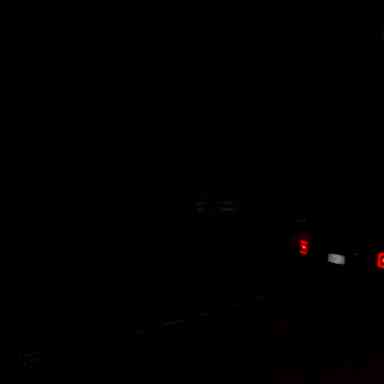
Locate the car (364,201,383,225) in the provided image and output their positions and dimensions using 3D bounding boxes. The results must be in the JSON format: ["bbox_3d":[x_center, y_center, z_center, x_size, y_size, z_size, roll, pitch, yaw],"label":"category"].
[{"bbox_3d":[13.663,1.335,22.339,4.674,1.442,1.812,-1,0,-35],"label":"car"}]

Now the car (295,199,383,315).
[{"bbox_3d":[4.541,1.161,6.986,5.566,2.045,2.150,-1,0,-36],"label":"car"}]
